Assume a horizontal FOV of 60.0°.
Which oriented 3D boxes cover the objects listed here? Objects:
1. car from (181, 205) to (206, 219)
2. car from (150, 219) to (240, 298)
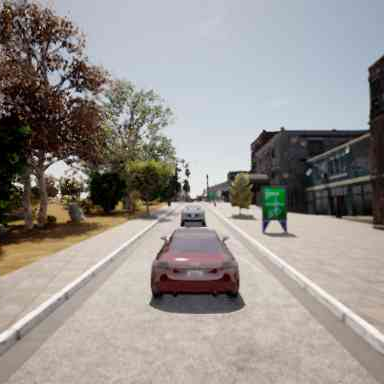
[{"bbox_3d":[0.087,1.732,25.721,2.033,1.411,5.357,0,0,0],"label":"car"},{"bbox_3d":[0.073,1.646,8.822,1.994,1.385,4.181,0,0,0],"label":"car"}]
